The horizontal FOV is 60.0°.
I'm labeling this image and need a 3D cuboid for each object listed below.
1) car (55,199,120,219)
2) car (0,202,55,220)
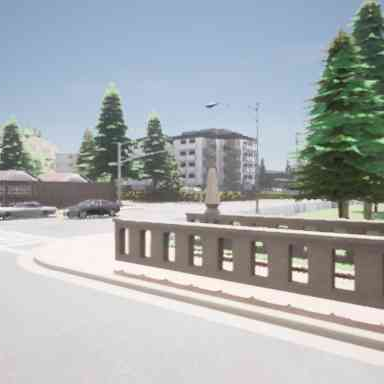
[{"bbox_3d":[-8.219,1.362,27.477,2.128,1.511,4.902,0,0,38],"label":"car"},{"bbox_3d":[-13.419,1.463,26.480,1.895,1.301,4.718,0,0,38],"label":"car"}]
